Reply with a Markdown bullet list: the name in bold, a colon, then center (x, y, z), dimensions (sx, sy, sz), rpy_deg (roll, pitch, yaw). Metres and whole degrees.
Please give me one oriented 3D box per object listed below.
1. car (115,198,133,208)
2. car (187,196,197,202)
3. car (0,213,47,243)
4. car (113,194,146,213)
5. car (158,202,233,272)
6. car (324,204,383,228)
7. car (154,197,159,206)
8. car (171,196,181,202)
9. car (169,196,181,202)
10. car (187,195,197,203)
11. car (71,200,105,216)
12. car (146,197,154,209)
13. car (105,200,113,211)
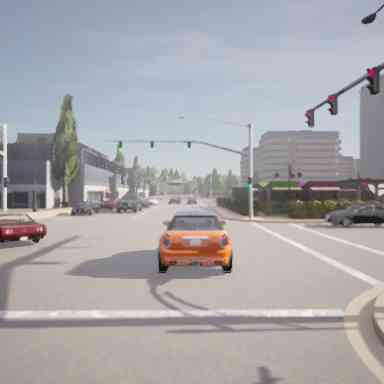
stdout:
- **car**: center (-10.556, 1.665, 52.162), dimensions (1.994, 1.385, 4.181), rpy_deg (0, 0, 0)
- **car**: center (-0.012, 1.672, 64.552), dimensions (2.033, 1.411, 5.357), rpy_deg (0, 0, 0)
- **car**: center (-8.582, 1.630, 15.252), dimensions (4.718, 1.301, 1.895), rpy_deg (0, 0, 43)
- **car**: center (-7.103, 1.296, 38.278), dimensions (2.150, 2.045, 5.566), rpy_deg (0, 0, 1)
- **car**: center (0.096, 1.374, 11.054), dimensions (2.097, 1.767, 4.553), rpy_deg (0, 0, 0)
- **car**: center (11.267, 1.534, 21.874), dimensions (4.902, 1.511, 2.128), rpy_deg (0, 0, -1)
- **car**: center (-7.011, 1.638, 58.009), dimensions (1.812, 1.442, 4.674), rpy_deg (0, 0, 0)
- **car**: center (-3.514, 1.569, 74.825), dimensions (1.994, 1.385, 4.181), rpy_deg (0, 0, 0)
- **car**: center (-3.512, 1.651, 64.870), dimensions (1.812, 1.442, 4.674), rpy_deg (0, 0, 0)
- **car**: center (-0.014, 1.542, 74.827), dimensions (2.128, 1.511, 4.902), rpy_deg (0, 0, 0)
- **car**: center (-10.604, 1.629, 33.452), dimensions (1.994, 1.385, 4.181), rpy_deg (0, 0, 0)
- **car**: center (-7.081, 1.656, 47.683), dimensions (1.994, 1.385, 4.181), rpy_deg (0, 0, 0)
- **car**: center (-10.593, 1.682, 42.214), dimensions (1.895, 1.301, 4.718), rpy_deg (0, 0, 0)
